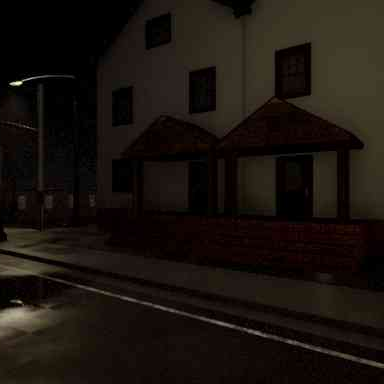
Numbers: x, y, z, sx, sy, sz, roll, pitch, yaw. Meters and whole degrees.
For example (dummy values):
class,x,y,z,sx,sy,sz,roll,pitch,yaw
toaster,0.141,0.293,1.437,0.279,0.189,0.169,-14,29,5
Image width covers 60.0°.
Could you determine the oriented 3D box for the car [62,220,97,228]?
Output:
class,x,y,z,sx,sy,sz,roll,pitch,yaw
car,-10.971,3.611,34.642,1.895,1.301,4.718,0,-9,35
